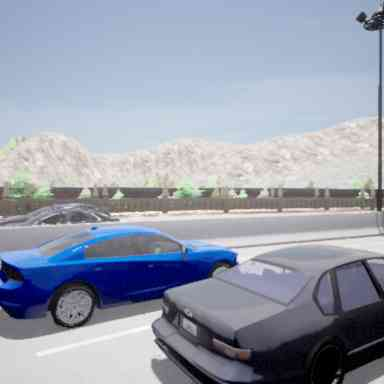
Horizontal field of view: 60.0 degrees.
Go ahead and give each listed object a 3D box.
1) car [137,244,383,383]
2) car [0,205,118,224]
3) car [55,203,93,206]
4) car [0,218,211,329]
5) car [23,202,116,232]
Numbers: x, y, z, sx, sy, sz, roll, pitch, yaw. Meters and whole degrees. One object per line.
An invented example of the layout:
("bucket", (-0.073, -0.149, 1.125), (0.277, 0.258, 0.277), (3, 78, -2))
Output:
("car", (2.110, 1.540, 4.994), (5.357, 1.411, 2.033), (0, 0, -32))
("car", (-5.195, 1.440, 12.908), (4.892, 1.490, 1.837), (0, 0, -33))
("car", (-6.669, 1.423, 16.117), (4.892, 1.490, 1.837), (0, 0, -33))
("car", (-1.207, 1.449, 6.944), (5.008, 1.535, 1.882), (0, 0, -33))
("car", (-7.271, 1.396, 19.878), (4.902, 1.511, 2.128), (0, 0, -31))
